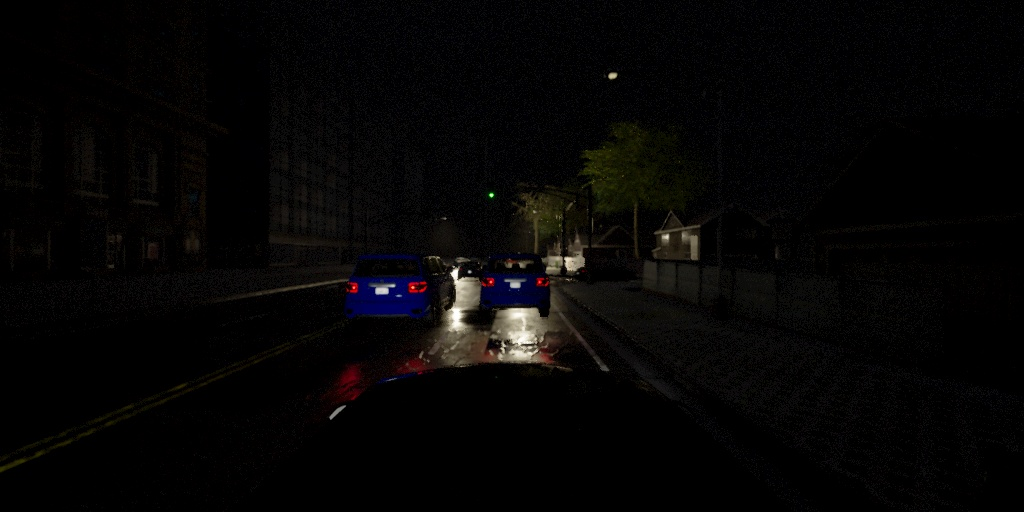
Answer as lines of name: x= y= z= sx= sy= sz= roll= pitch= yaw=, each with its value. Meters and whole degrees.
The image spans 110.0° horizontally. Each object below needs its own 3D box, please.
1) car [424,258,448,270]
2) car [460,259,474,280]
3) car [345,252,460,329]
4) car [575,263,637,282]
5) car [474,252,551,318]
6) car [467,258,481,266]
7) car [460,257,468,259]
car: x=-9.853 y=1.034 z=46.968 sx=2.033 sy=1.411 sz=5.357 roll=0 pitch=0 yaw=0
car: x=-3.162 y=1.146 z=28.814 sx=1.994 sy=1.385 sz=4.181 roll=0 pitch=0 yaw=0
car: x=-3.147 y=0.909 z=11.168 sx=2.150 sy=2.045 sz=5.566 roll=0 pitch=0 yaw=-1
car: x=6.608 y=1.179 z=25.429 sx=4.181 sy=1.385 sz=1.994 roll=0 pitch=0 yaw=-10
car: x=0.094 y=0.899 z=12.806 sx=2.150 sy=2.045 sz=5.566 roll=0 pitch=0 yaw=0
car: x=-6.559 y=0.975 z=62.704 sx=1.994 sy=1.385 sz=4.181 roll=0 pitch=0 yaw=1
car: x=-6.600 y=0.976 z=47.330 sx=2.128 sy=1.511 sz=4.902 roll=0 pitch=0 yaw=0
